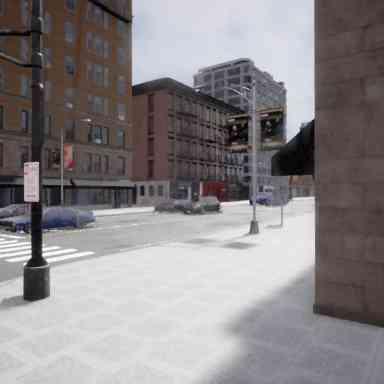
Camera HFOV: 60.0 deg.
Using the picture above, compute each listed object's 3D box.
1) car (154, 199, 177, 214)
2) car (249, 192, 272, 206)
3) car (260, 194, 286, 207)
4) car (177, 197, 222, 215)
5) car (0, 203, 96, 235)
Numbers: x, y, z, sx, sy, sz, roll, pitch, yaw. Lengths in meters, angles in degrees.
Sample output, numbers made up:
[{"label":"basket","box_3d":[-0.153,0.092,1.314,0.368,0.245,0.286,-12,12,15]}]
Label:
[{"label":"car","box_3d":[-1.557,1.440,34.048,2.033,1.411,5.357,0,0,35]},{"label":"car","box_3d":[10.887,1.011,51.551,2.150,2.045,5.566,0,0,35]},{"label":"car","box_3d":[11.900,1.331,47.398,1.812,1.442,4.674,0,0,36]},{"label":"car","box_3d":[1.007,1.238,32.040,2.097,1.767,4.553,0,0,36]},{"label":"car","box_3d":[-8.107,1.501,19.085,2.033,1.411,5.357,0,0,35]}]
